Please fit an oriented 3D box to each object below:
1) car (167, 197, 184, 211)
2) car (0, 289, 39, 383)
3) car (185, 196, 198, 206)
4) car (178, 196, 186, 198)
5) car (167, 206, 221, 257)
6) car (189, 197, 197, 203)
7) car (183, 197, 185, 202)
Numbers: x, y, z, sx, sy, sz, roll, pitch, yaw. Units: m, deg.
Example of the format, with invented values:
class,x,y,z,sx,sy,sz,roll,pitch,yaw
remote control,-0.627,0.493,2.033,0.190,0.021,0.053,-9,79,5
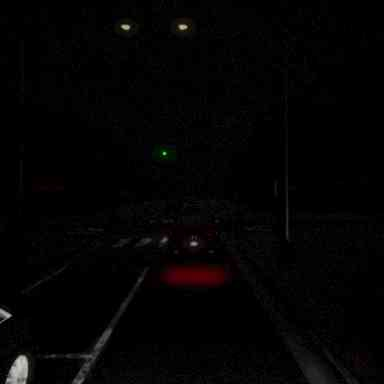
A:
class,x,y,z,sx,sy,sz,roll,pitch,yaw
car,-2.487,1.819,45.697,1.947,1.339,4.313,1,0,0
car,-2.616,1.563,2.208,2.008,1.369,4.403,1,0,0
car,0.248,1.937,65.392,1.994,1.385,4.181,0,-1,1
car,-2.422,1.972,67.826,1.802,1.307,4.206,1,0,0
car,0.091,1.548,13.336,1.882,1.535,5.008,0,0,1
car,0.220,1.794,74.997,1.812,1.442,4.674,0,0,0
car,-2.470,1.832,51.229,1.887,1.381,4.507,1,0,0
